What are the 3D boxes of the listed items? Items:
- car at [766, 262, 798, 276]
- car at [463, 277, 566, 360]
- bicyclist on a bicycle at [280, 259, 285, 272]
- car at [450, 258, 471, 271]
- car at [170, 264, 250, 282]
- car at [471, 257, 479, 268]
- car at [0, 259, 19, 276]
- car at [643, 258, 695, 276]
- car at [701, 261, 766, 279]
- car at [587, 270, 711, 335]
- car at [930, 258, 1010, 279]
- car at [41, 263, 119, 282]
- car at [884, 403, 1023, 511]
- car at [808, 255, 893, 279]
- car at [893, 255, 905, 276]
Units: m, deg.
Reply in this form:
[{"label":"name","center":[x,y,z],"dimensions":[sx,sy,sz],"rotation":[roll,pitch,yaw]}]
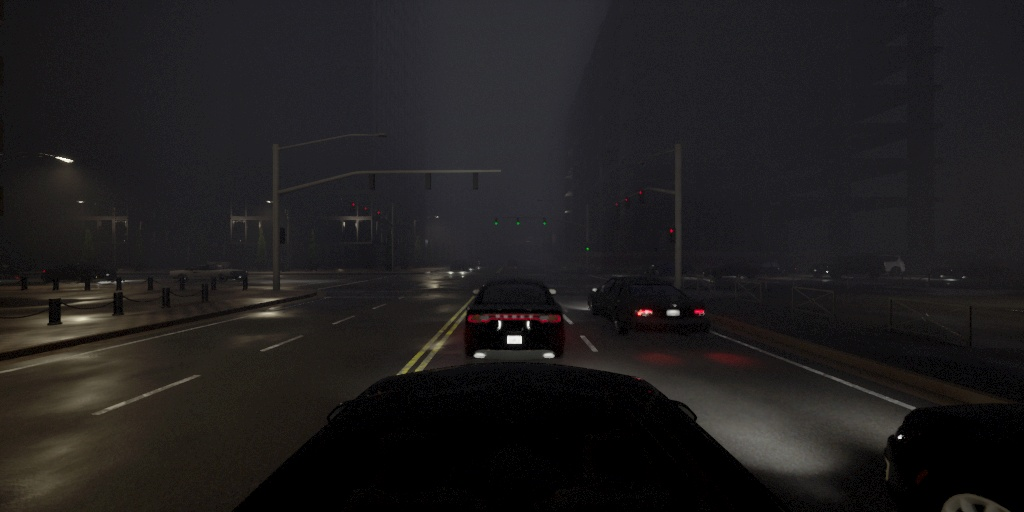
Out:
[{"label":"car","center":[24.701,1.241,35.024],"dimensions":[5.357,1.411,2.033],"rotation":[0,0,0]},{"label":"car","center":[0.058,1.227,8.406],"dimensions":[1.882,1.535,5.008],"rotation":[0,0,0]},{"label":"bicyclist on a bicycle","center":[-25.405,0.994,39.319],"dimensions":[0.582,1.620,1.656],"rotation":[0,0,0]},{"label":"car","center":[-7.090,1.227,48.495],"dimensions":[1.882,1.535,5.008],"rotation":[0,0,0]},{"label":"car","center":[-22.946,1.295,27.355],"dimensions":[4.718,1.301,1.895],"rotation":[0,0,0]},{"label":"car","center":[-7.076,1.296,59.008],"dimensions":[2.033,1.411,5.357],"rotation":[0,0,0]},{"label":"car","center":[-51.174,1.046,34.769],"dimensions":[4.553,1.767,2.097],"rotation":[0,0,1]},{"label":"car","center":[15.232,1.046,35.012],"dimensions":[4.553,1.767,2.097],"rotation":[0,0,0]},{"label":"car","center":[19.157,1.220,31.484],"dimensions":[4.674,1.442,1.812],"rotation":[0,0,0]},{"label":"car","center":[3.573,1.297,10.419],"dimensions":[2.033,1.411,5.357],"rotation":[0,0,0]},{"label":"car","center":[39.915,1.172,31.554],"dimensions":[5.008,1.535,1.882],"rotation":[0,0,0]},{"label":"car","center":[-32.914,1.258,27.390],"dimensions":[4.181,1.385,1.994],"rotation":[0,0,-1]},{"label":"car","center":[3.600,1.255,0.522],"dimensions":[1.837,1.490,4.892],"rotation":[0,0,0]},{"label":"car","center":[29.423,0.916,31.538],"dimensions":[5.566,2.045,2.150],"rotation":[0,0,0]},{"label":"car","center":[34.892,0.915,35.053],"dimensions":[5.566,2.045,2.150],"rotation":[0,0,0]}]
